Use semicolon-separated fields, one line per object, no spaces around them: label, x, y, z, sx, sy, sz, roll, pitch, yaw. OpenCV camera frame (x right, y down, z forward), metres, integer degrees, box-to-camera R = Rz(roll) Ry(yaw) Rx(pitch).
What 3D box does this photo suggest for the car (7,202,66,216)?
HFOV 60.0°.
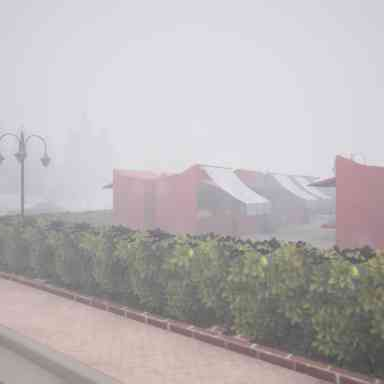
car;-12.968;1.581;28.004;1.812;1.442;4.674;0;0;35
